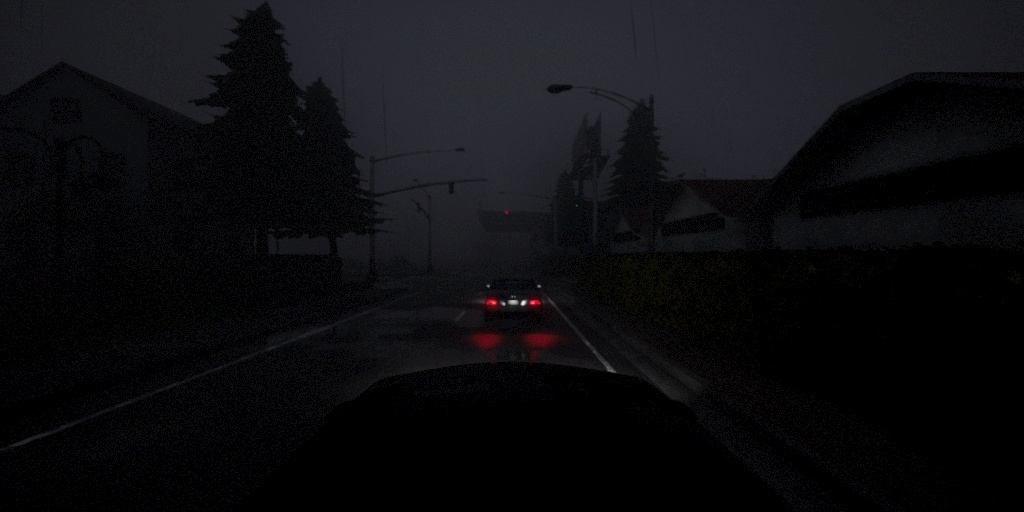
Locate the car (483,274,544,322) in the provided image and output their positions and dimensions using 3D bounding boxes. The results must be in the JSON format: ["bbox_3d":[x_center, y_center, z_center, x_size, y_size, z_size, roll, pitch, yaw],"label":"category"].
[{"bbox_3d":[0.056,1.327,12.346,2.033,1.411,5.357,0,0,0],"label":"car"}]
